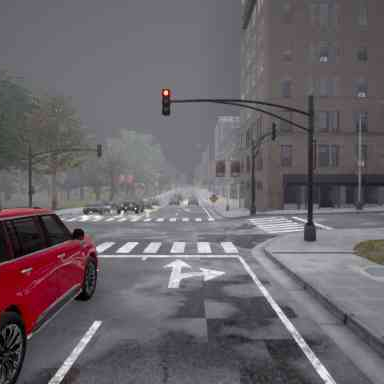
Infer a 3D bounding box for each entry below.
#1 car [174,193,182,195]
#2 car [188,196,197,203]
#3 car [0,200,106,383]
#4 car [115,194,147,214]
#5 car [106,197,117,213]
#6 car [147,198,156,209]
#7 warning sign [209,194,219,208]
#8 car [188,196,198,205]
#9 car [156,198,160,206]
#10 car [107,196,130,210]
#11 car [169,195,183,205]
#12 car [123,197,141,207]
[{"bbox_3d":[-3.135,1.347,75.311,2.150,2.045,5.566,0,0,0],"label":"car"},{"bbox_3d":[0.115,1.622,75.306,1.837,1.490,4.892,0,0,0],"label":"car"},{"bbox_3d":[-3.119,1.220,5.165,2.150,2.045,5.566,0,0,-2],"label":"car"},{"bbox_3d":[-6.548,1.252,35.828,2.150,2.045,5.566,0,0,0],"label":"car"},{"bbox_3d":[-9.800,1.575,34.943,2.033,1.411,5.357,0,0,0],"label":"car"},{"bbox_3d":[-6.533,1.579,45.583,1.812,1.442,4.674,0,0,0],"label":"car"},{"bbox_3d":[2.939,1.168,45.026,1.300,1.860,1.060,1,1,0],"label":"warning sign"},{"bbox_3d":[0.191,1.642,59.713,2.033,1.411,5.357,0,0,0],"label":"car"},{"bbox_3d":[-6.490,1.647,55.447,1.994,1.385,4.181,0,0,1],"label":"car"},{"bbox_3d":[-9.782,1.402,44.474,2.097,1.767,4.553,0,0,0],"label":"car"},{"bbox_3d":[-3.063,1.642,59.471,2.033,1.411,5.357,0,0,0],"label":"car"},{"bbox_3d":[-9.756,1.571,54.690,2.128,1.511,4.902,0,0,0],"label":"car"}]
